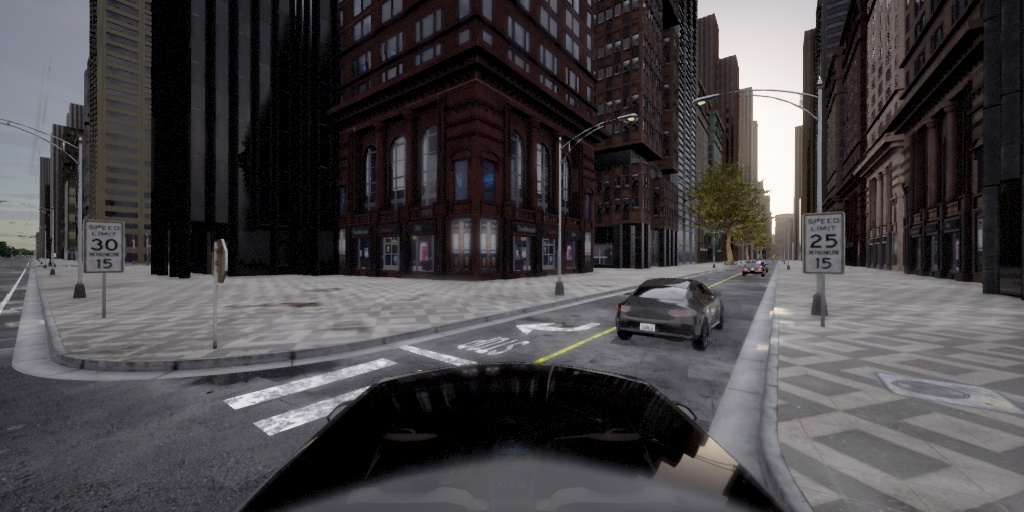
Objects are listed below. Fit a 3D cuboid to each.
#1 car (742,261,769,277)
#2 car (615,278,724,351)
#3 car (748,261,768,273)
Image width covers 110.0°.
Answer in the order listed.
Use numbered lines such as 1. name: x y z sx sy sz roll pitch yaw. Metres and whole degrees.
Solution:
1. car: 24.535 1.328 36.332 2.033 1.411 5.357 0 0 37
2. car: 4.126 1.280 9.120 1.812 1.442 4.674 0 0 37
3. car: 30.764 1.328 44.752 1.812 1.442 4.674 0 0 37
